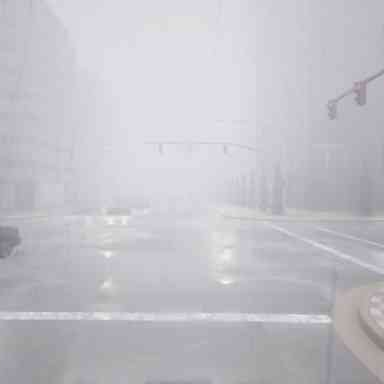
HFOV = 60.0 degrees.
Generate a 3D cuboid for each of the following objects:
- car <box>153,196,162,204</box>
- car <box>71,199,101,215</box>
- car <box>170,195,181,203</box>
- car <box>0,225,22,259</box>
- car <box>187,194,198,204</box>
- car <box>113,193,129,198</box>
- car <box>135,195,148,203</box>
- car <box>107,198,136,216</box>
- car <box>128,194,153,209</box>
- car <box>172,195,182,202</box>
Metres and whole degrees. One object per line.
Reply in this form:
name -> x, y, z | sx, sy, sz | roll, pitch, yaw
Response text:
car -> -6.952, 1.522, 63.849 | 1.812, 1.442, 4.674 | 0, 0, 1
car -> -10.551, 1.503, 33.496 | 1.837, 1.490, 4.892 | 0, 0, 0
car -> -3.402, 1.501, 66.718 | 1.837, 1.490, 4.892 | 0, 0, 0
car -> -7.091, 1.526, 9.753 | 2.033, 1.411, 5.357 | 0, 0, 0
car -> 0.097, 1.544, 66.143 | 2.033, 1.411, 5.357 | 0, 0, 0
car -> -10.521, 1.219, 50.475 | 2.150, 2.045, 5.566 | 0, 0, 0
car -> -10.400, 1.474, 68.611 | 1.882, 1.535, 5.008 | 0, 0, 0
car -> -6.885, 1.562, 32.101 | 1.994, 1.385, 4.181 | 0, 0, -3
car -> -7.028, 1.348, 45.938 | 2.097, 1.767, 4.553 | 0, 0, 0
car -> -3.388, 1.490, 76.045 | 2.128, 1.511, 4.902 | 0, 0, 0
